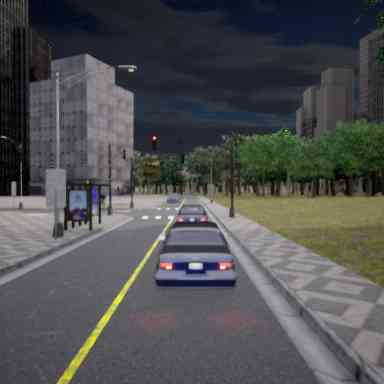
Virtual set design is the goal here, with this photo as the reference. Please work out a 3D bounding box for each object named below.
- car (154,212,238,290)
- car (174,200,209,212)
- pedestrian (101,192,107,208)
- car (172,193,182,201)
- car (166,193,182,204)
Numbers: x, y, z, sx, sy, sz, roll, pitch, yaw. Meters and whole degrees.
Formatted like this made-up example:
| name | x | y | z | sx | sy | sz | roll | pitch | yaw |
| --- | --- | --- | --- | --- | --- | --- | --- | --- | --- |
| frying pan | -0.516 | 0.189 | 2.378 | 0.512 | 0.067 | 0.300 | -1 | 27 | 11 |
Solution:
| name | x | y | z | sx | sy | sz | roll | pitch | yaw |
| --- | --- | --- | --- | --- | --- | --- | --- | --- | --- |
| car | 0.074 | 1.503 | 9.094 | 2.033 | 1.411 | 5.357 | 0 | 0 | 0 |
| car | 0.036 | 1.449 | 19.429 | 2.033 | 1.411 | 5.357 | 0 | 0 | 1 |
| pedestrian | -10.165 | 0.876 | 38.272 | 0.375 | 1.860 | 0.375 | 0 | 1 | 1 |
| car | -3.193 | 1.106 | 72.201 | 2.128 | 1.511 | 4.902 | 0 | 0 | 0 |
| car | -3.196 | 1.031 | 56.852 | 2.097 | 1.767 | 4.553 | 0 | 0 | 0 |
